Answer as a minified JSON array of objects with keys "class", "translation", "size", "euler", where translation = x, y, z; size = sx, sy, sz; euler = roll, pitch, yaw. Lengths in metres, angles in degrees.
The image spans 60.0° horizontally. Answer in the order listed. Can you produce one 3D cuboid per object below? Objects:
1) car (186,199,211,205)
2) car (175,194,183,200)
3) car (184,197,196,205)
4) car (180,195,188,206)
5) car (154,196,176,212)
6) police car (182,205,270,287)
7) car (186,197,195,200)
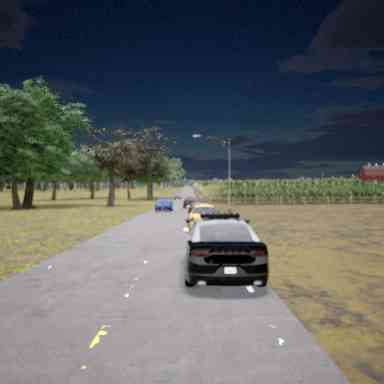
[{"class":"car","translation":[0.694,1.389,19.427],"size":[1.801,1.575,5.366],"euler":[0,0,0]},{"class":"car","translation":[-3.286,1.208,78.259],"size":[1.882,1.535,5.008],"euler":[0,0,0]},{"class":"car","translation":[-0.411,1.575,60.104],"size":[2.033,1.411,5.357],"euler":[0,0,0]},{"class":"car","translation":[-0.306,1.488,46.280],"size":[1.837,1.490,4.892],"euler":[0,0,0]},{"class":"car","translation":[-3.102,1.430,37.519],"size":[1.882,1.535,5.008],"euler":[0,0,0]},{"class":"police car","translation":[0.764,1.382,9.344],"size":[1.930,1.638,5.238],"euler":[0,0,0]},{"class":"car","translation":[0.654,1.409,25.240],"size":[1.882,1.535,5.008],"euler":[0,0,0]}]
